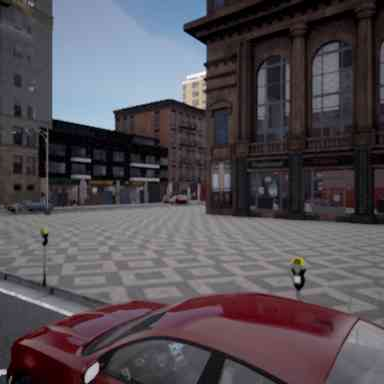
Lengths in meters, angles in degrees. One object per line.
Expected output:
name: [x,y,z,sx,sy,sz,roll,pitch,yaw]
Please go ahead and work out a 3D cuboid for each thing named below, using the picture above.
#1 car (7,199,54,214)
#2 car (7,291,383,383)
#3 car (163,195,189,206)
car: [-16.240,1.415,33.604,1.994,1.385,4.181,0,0,36]
car: [0.268,1.541,2.655,4.507,1.381,1.887,0,0,35]
car: [-2.558,1.222,52.141,2.097,1.767,4.553,0,0,37]
